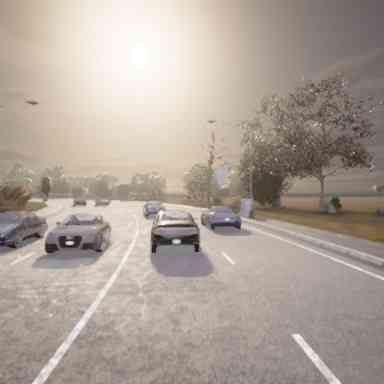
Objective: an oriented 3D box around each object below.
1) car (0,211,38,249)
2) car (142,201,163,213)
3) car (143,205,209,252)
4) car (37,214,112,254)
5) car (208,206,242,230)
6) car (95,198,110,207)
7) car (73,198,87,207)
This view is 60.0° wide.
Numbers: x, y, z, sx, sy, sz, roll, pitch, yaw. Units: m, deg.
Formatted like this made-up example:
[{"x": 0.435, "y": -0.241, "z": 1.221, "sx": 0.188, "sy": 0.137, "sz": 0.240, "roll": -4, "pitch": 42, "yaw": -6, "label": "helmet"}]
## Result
[{"x": -8.054, "y": 1.580, "z": 14.898, "sx": 2.033, "sy": 1.411, "sz": 5.357, "roll": 0, "pitch": 0, "yaw": -6, "label": "car"}, {"x": -3.674, "y": 1.595, "z": 31.981, "sx": 2.033, "sy": 1.411, "sz": 5.357, "roll": 0, "pitch": 0, "yaw": -13, "label": "car"}, {"x": -0.769, "y": 1.511, "z": 13.979, "sx": 2.128, "sy": 1.511, "sz": 4.902, "roll": 0, "pitch": 0, "yaw": -5, "label": "car"}, {"x": -4.457, "y": 1.589, "z": 13.589, "sx": 1.994, "sy": 1.385, "sz": 4.181, "roll": 0, "pitch": 0, "yaw": -6, "label": "car"}, {"x": 1.782, "y": 1.590, "z": 21.633, "sx": 1.994, "sy": 1.385, "sz": 4.181, "roll": 0, "pitch": 0, "yaw": -8, "label": "car"}, {"x": -14.698, "y": 1.649, "z": 54.666, "sx": 1.994, "sy": 1.385, "sz": 4.181, "roll": 0, "pitch": 0, "yaw": -22, "label": "car"}, {"x": -18.000, "y": 1.683, "z": 53.512, "sx": 1.895, "sy": 1.301, "sz": 4.718, "roll": 0, "pitch": 0, "yaw": -22, "label": "car"}]
